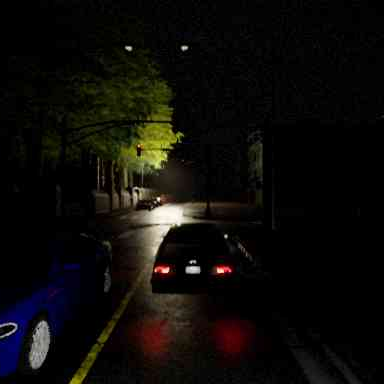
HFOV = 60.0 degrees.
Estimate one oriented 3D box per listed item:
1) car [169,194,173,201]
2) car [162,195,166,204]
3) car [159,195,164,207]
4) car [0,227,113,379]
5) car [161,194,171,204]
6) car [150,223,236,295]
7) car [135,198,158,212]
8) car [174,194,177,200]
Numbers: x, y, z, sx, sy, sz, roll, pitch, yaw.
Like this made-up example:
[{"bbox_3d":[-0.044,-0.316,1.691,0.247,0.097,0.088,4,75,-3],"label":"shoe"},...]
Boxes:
[{"bbox_3d":[-5.511,1.293,67.097,2.192,1.841,5.009,1,0,0],"label":"car"},{"bbox_3d":[-5.434,1.526,50.747,1.947,1.339,4.313,1,0,0],"label":"car"},{"bbox_3d":[-5.406,1.510,45.297,2.008,1.369,4.403,1,0,0],"label":"car"},{"bbox_3d":[-2.789,1.469,5.763,1.882,1.535,5.008,0,0,1],"label":"car"},{"bbox_3d":[-5.489,1.552,61.647,1.802,1.307,4.206,1,0,0],"label":"car"},{"bbox_3d":[0.044,1.534,8.866,2.033,1.411,5.357,0,0,1],"label":"car"},{"bbox_3d":[-5.397,1.512,38.161,2.008,1.369,4.403,1,0,0],"label":"car"},{"bbox_3d":[-5.597,1.459,83.448,1.967,1.590,4.097,1,0,0],"label":"car"}]
